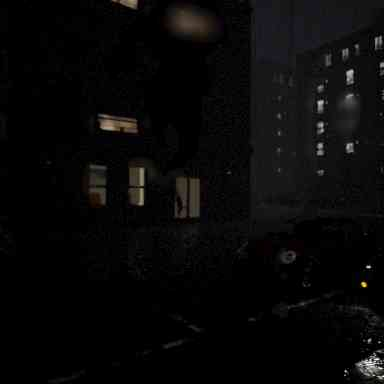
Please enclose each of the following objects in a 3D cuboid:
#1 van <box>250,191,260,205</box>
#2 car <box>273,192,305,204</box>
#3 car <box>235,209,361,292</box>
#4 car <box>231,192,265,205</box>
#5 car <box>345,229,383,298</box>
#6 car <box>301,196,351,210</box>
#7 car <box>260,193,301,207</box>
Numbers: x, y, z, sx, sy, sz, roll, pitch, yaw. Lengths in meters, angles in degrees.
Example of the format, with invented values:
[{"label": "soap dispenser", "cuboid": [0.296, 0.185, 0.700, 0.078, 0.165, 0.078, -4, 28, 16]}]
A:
[{"label": "van", "cuboid": [7.304, 0.720, 43.296, 1.690, 1.788, 3.998, 2, 0, -36]}, {"label": "car", "cuboid": [14.042, 0.881, 48.274, 1.967, 1.590, 4.097, 2, 0, -36]}, {"label": "car", "cuboid": [3.073, 1.433, 8.900, 4.097, 1.590, 1.967, 0, 1, -35]}, {"label": "car", "cuboid": [7.864, 0.910, 47.065, 1.837, 1.490, 4.892, 1, 3, -36]}, {"label": "car", "cuboid": [5.503, 1.556, 7.293, 4.181, 1.385, 1.994, 0, 0, -35]}, {"label": "car", "cuboid": [13.921, 1.137, 34.057, 1.887, 1.381, 4.507, 2, 0, -36]}, {"label": "car", "cuboid": [10.642, 1.031, 38.696, 1.887, 1.381, 4.507, 2, 0, -36]}]
